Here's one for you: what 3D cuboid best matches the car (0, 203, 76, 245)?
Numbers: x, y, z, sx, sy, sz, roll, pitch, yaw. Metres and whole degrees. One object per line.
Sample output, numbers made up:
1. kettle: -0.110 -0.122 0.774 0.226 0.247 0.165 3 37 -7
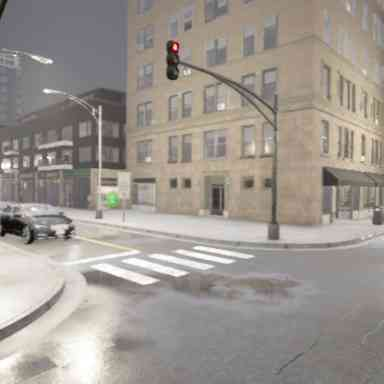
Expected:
1. car: -6.856 1.239 14.382 4.902 1.511 2.128 1 1 42
